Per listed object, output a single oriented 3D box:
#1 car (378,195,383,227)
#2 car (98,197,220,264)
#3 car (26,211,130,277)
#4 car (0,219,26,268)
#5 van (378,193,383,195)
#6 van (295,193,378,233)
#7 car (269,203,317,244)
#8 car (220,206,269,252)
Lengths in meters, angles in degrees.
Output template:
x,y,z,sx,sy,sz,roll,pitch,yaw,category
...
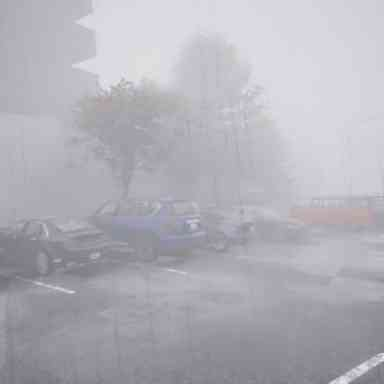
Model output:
x,y,z,sx,sy,sz,roll,pitch,yaw,category
10.343,1.228,20.470,4.553,1.767,2.185,-1,0,36,car
-2.124,1.212,12.023,5.566,2.045,2.435,-1,0,35,car
-4.567,1.486,10.279,4.892,1.521,2.231,-1,0,35,car
-7.050,1.256,8.566,5.566,2.045,2.435,-1,0,35,car
12.904,1.104,22.104,4.442,1.987,1.878,-1,-1,36,van
7.733,1.151,18.873,4.442,1.987,1.878,-1,0,36,van
2.860,1.420,15.432,4.892,1.521,2.231,-1,-1,36,car
0.361,1.471,13.736,4.792,1.488,2.163,-1,0,35,car
